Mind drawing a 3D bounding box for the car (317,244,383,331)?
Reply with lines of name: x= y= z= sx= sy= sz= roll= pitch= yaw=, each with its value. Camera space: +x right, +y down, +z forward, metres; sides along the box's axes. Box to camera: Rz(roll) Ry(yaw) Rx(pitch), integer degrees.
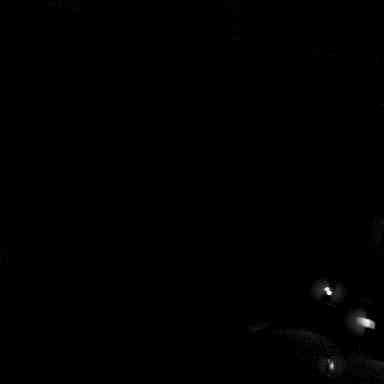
car: x=4.747 y=1.582 z=6.584 sx=5.357 sy=1.411 sz=2.033 roll=0 pitch=0 yaw=-37
